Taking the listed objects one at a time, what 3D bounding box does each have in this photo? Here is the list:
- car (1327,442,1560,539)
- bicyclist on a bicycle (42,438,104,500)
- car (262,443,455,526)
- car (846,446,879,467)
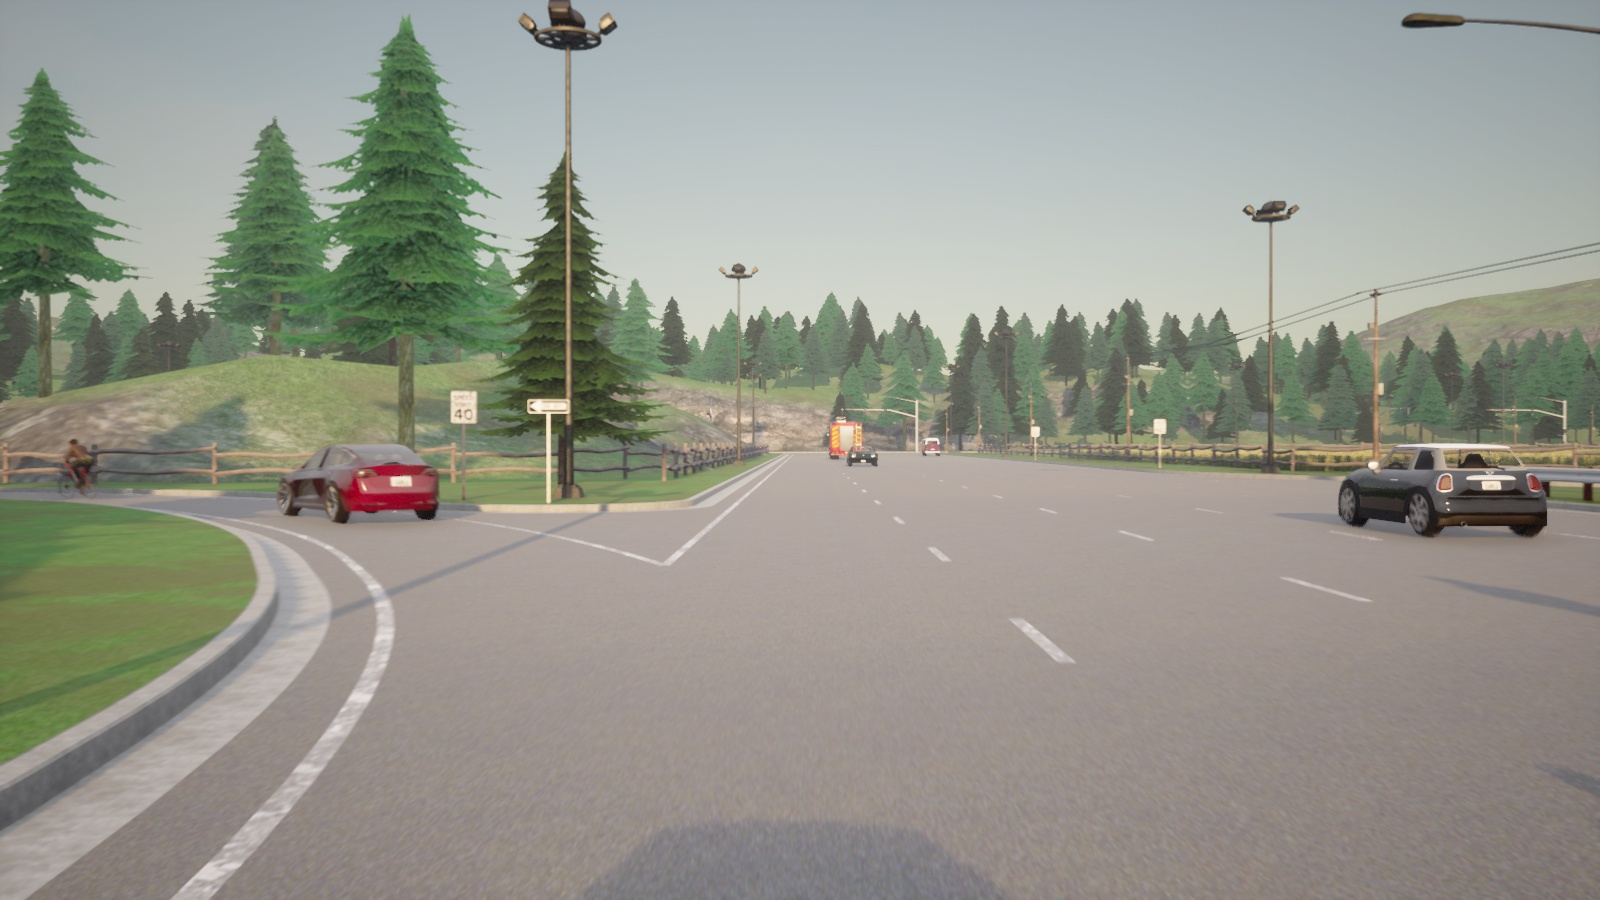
[{"bbox_3d":[10.635,0.602,21.089,1.970,1.475,3.806,0,0,0],"label":"car"},{"bbox_3d":[-19.371,0.496,33.446,1.656,1.620,0.582,0,1,27],"label":"bicyclist on a bicycle"},{"bbox_3d":[-8.844,0.600,24.877,2.163,1.488,4.792,0,0,-38],"label":"car"},{"bbox_3d":[3.973,0.397,80.687,1.895,1.301,4.718,0,0,0],"label":"car"}]
